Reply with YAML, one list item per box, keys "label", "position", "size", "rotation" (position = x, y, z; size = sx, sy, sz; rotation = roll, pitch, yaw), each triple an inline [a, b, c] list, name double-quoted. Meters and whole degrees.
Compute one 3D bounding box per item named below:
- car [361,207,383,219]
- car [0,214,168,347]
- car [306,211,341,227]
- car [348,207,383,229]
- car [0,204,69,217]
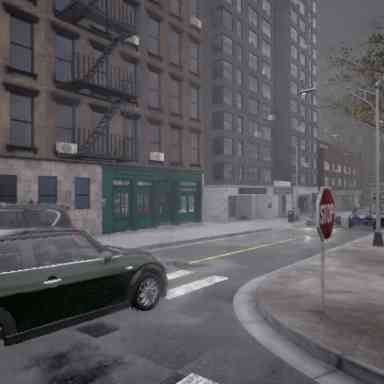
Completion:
- label: "car"
  position: [23.657, 2.680, 43.547]
  size: [1.994, 1.385, 4.181]
  rotation: [0, -1, 38]
- label: "car"
  position: [-2.509, 1.410, 5.968]
  size: [2.097, 1.767, 4.553]
  rotation: [-1, -1, 38]
- label: "car"
  position: [11.130, 2.177, 27.904]
  size: [1.812, 1.442, 4.674]
  rotation: [0, -2, 38]
- label: "car"
  position: [14.497, 2.027, 27.409]
  size: [2.097, 1.767, 4.553]
  rotation: [0, -2, 38]
- label: "car"
  position: [-5.219, 1.289, 7.310]
  size: [2.150, 2.045, 5.566]
  rotation: [0, -1, 39]
